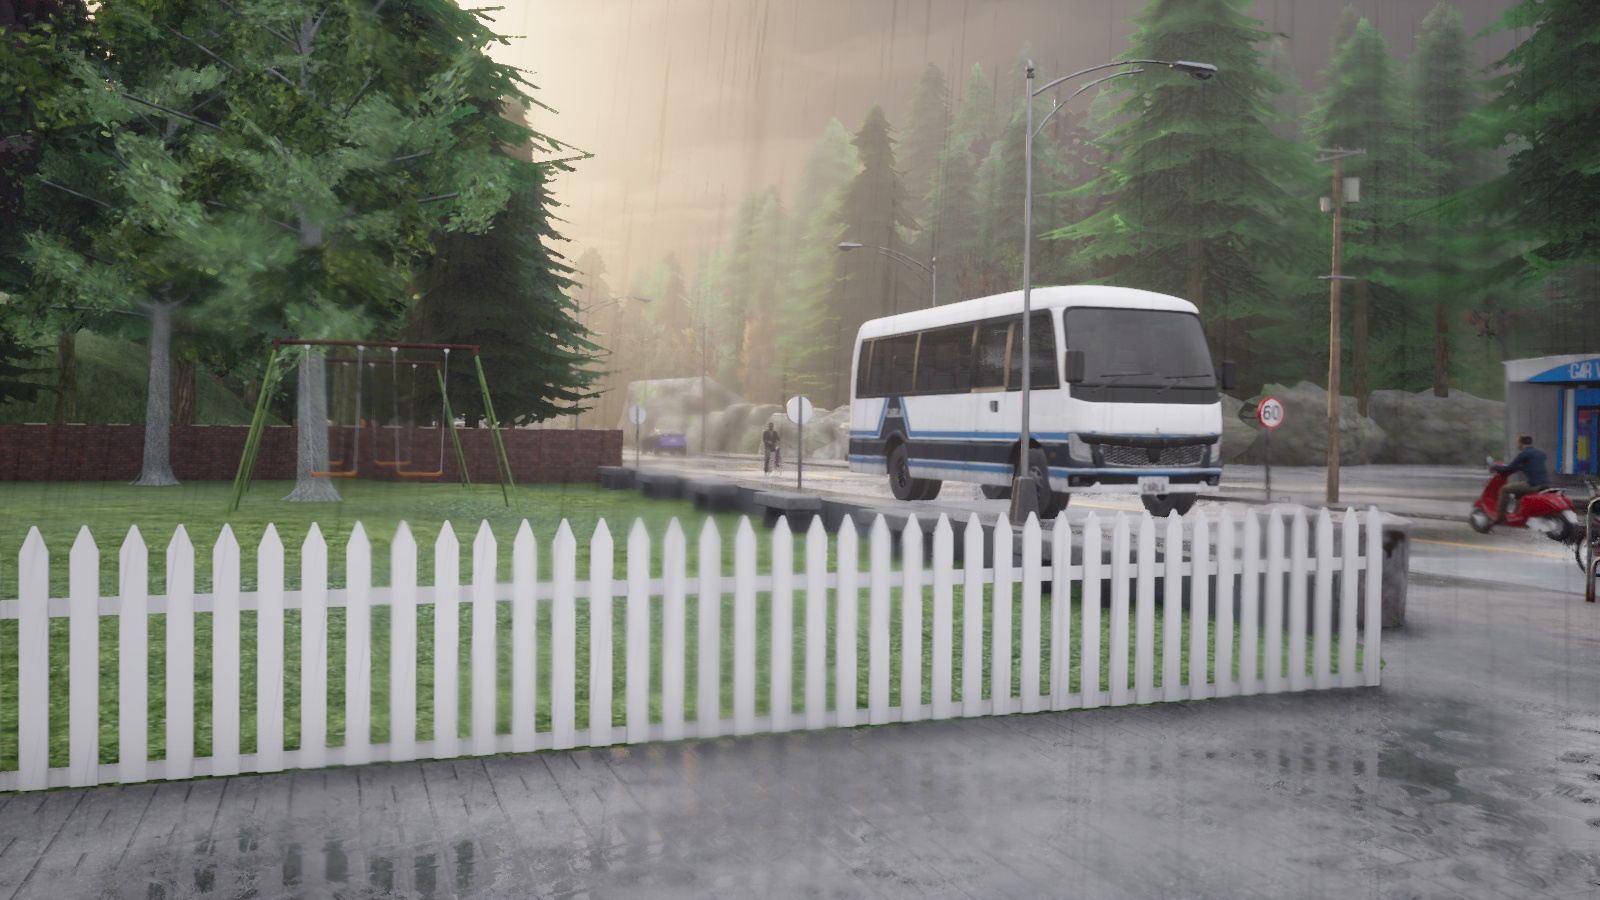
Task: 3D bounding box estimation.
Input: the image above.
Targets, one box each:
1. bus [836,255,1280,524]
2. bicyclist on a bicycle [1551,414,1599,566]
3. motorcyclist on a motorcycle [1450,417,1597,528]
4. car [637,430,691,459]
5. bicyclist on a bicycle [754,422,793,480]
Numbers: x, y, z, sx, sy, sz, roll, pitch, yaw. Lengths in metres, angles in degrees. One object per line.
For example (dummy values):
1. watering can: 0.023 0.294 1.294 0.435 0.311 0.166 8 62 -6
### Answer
1. bus: 4.485 -1.047 25.352 3.944 4.253 10.273 -1 1 -20
2. bicyclist on a bicycle: 8.919 0.415 13.245 0.866 1.612 1.509 -1 1 -19
3. motorcyclist on a motorcycle: 11.001 0.311 19.167 0.866 1.590 1.817 -1 1 -20
4. car: -7.686 -0.328 70.536 2.007 1.525 4.514 -1 1 -20
5. bicyclist on a bicycle: -0.840 0.019 40.015 0.659 1.776 1.843 -1 1 -20
